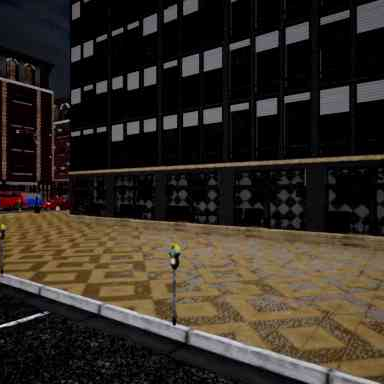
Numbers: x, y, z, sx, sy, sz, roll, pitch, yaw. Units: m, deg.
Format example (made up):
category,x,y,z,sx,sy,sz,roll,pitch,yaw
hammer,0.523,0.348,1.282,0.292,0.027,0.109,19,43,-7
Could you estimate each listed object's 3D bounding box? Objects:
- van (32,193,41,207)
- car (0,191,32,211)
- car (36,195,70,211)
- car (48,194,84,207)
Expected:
category,x,y,z,sx,sy,sz,roll,pitch,yaw
van,-19.972,1.050,39.566,1.690,1.788,3.998,1,1,35
car,-20.289,0.985,34.816,2.150,2.045,5.566,0,1,34
car,-13.495,1.269,35.083,1.887,1.381,4.507,1,1,35
car,-16.737,1.079,44.207,1.967,1.590,4.097,1,1,35
